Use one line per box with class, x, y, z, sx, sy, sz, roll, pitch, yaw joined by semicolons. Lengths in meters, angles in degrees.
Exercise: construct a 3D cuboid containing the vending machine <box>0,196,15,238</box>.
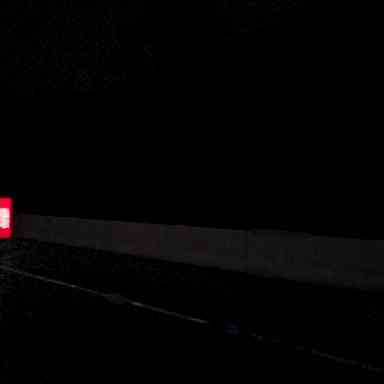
vending machine;-9.889;1.267;17.071;0.880;2.100;1.100;0;-1;36
